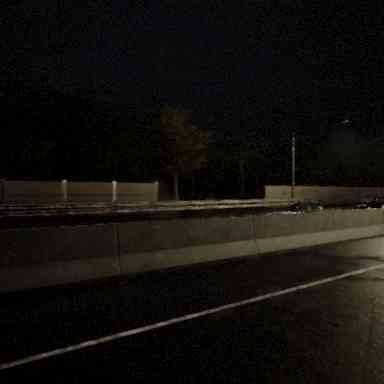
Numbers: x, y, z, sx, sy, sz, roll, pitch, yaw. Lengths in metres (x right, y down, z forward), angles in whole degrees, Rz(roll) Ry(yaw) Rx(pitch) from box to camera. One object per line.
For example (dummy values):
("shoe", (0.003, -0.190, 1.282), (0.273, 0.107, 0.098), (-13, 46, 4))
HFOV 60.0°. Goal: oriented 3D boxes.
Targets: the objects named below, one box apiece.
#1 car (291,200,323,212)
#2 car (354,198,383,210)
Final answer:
("car", (13.319, 1.570, 38.371), (4.181, 1.385, 1.994), (0, 0, -38))
("car", (21.956, 1.485, 41.099), (5.008, 1.535, 1.882), (0, 0, -35))
